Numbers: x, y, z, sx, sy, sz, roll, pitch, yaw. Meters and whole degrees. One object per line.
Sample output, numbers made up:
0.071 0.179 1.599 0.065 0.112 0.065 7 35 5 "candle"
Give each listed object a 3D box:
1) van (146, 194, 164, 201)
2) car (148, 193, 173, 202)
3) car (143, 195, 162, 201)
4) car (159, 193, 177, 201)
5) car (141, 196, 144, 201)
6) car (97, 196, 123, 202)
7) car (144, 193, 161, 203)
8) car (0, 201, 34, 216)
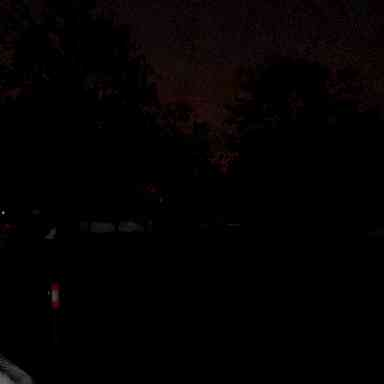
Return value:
-9.804 1.435 87.153 4.442 1.987 1.878 0 -1 -19 "van"
-7.721 1.282 81.322 5.566 2.045 2.435 0 -1 -19 "car"
-10.700 1.607 90.053 4.553 1.767 2.185 0 -2 -19 "car"
-5.782 1.319 75.692 4.553 1.767 2.185 0 -1 -19 "car"
-10.367 1.492 77.044 1.994 1.385 4.181 0 -1 -19 "car"
-18.030 1.181 73.763 5.566 2.045 2.435 0 -1 -19 "car"
-8.036 1.452 67.521 1.994 1.385 4.181 0 0 -2 "car"
-16.202 1.470 30.499 1.895 1.301 4.718 0 0 -6 "car"
